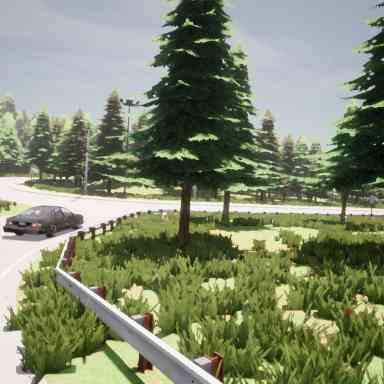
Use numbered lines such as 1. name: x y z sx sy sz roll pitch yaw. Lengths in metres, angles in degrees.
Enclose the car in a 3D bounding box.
1. car: -7.401 1.412 17.297 2.033 1.411 5.357 4 1 3
